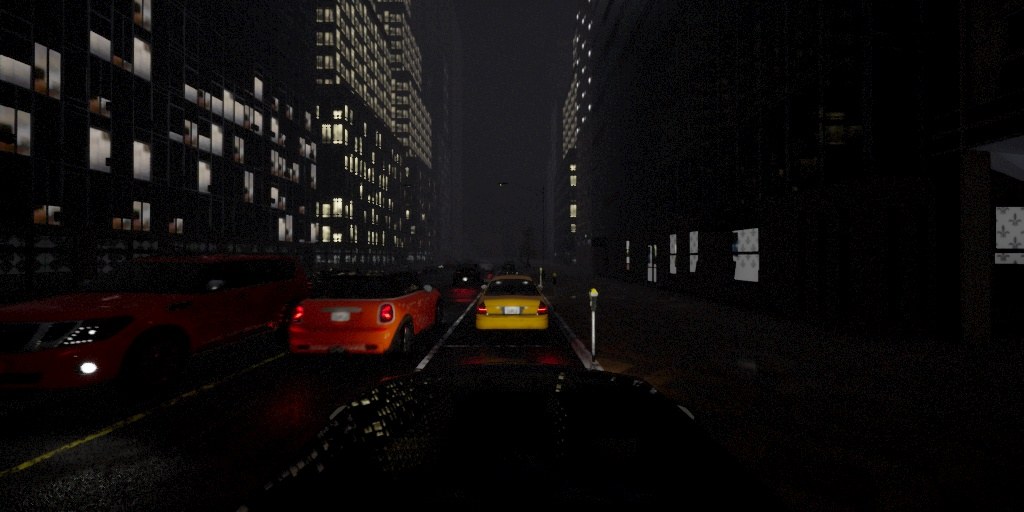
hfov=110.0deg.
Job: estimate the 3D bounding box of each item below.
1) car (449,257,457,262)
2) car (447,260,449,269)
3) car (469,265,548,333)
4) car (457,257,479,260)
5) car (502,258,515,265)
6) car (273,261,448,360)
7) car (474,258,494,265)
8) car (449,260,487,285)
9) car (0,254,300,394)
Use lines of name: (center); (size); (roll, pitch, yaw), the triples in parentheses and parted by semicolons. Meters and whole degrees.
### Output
car: (-8.836, 1.273, 51.803); (1.888, 1.381, 4.507); (0, 0, 0)
car: (-8.836, 1.286, 40.419); (2.007, 1.370, 4.403); (0, 0, 0)
car: (0.004, 1.206, 10.689); (1.801, 1.575, 5.366); (0, 0, 0)
car: (-6.146, 1.147, 50.692); (2.097, 1.767, 4.553); (0, 0, 0)
car: (-0.456, 1.298, 46.099); (1.948, 1.339, 4.313); (0, 0, 0)
car: (-3.045, 1.100, 8.494); (2.097, 1.767, 4.553); (0, 0, 0)
car: (-3.146, 1.260, 43.091); (1.812, 1.442, 4.674); (0, 0, 0)
car: (-3.045, 1.249, 25.747); (1.837, 1.490, 4.892); (0, 0, 0)
car: (-6.245, 0.971, 7.035); (2.150, 2.045, 5.566); (0, 0, 0)
